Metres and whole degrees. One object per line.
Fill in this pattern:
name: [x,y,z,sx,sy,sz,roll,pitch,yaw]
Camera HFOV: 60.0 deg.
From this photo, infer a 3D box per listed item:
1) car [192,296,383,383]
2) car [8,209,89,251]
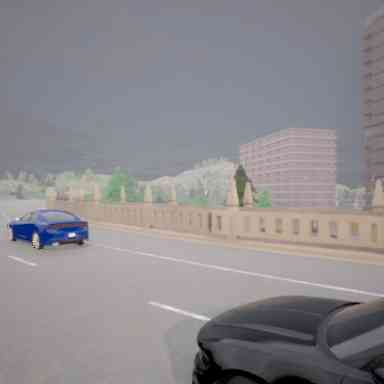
car: [2.306,1.493,2.485,5.008,1.535,1.882,0,0,35]
car: [-6.331,1.482,14.414,5.008,1.535,1.882,0,0,45]
